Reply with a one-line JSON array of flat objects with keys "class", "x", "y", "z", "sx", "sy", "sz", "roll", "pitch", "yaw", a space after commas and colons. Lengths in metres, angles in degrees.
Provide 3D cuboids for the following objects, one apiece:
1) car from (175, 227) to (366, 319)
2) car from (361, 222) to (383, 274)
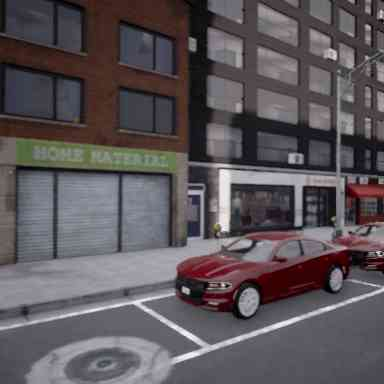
[{"class": "car", "x": 1.724, "y": 1.592, "z": 7.438, "sx": 4.507, "sy": 1.381, "sz": 1.887, "roll": 1, "pitch": 0, "yaw": -35}, {"class": "car", "x": 6.207, "y": 1.639, "z": 10.630, "sx": 4.507, "sy": 1.381, "sz": 1.887, "roll": 1, "pitch": 0, "yaw": -35}]
